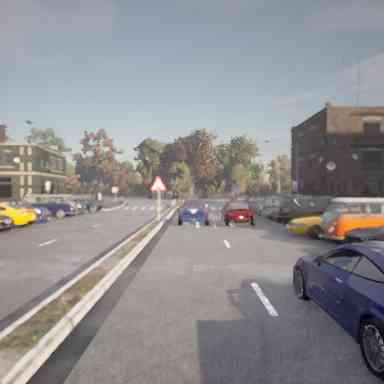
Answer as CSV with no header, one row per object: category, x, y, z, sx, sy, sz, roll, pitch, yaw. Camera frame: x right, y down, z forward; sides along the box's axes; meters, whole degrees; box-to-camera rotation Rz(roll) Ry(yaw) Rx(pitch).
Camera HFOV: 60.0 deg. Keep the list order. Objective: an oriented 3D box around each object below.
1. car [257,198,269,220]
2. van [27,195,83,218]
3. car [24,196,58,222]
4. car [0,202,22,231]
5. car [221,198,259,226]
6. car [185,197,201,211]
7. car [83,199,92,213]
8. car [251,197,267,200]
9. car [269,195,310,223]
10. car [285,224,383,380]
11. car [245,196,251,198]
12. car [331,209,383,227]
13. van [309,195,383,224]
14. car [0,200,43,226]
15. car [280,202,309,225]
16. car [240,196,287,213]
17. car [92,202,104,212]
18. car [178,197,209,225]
car,7.648,1.457,24.792,4.892,1.521,2.231,0,0,0
van,-12.400,1.233,29.329,4.442,1.987,1.878,0,0,0
car,-12.552,1.338,23.893,4.553,1.767,2.185,0,0,0
car,-12.532,1.463,18.335,4.892,1.521,2.231,0,0,0
car,3.113,1.454,23.406,1.882,1.535,5.008,0,0,0
car,0.142,1.393,40.968,1.882,1.535,5.008,0,0,1
car,-12.545,1.322,32.237,4.553,1.767,2.185,0,0,0
car,7.611,1.325,27.554,4.553,1.767,2.185,0,0,0
car,7.670,1.207,19.278,5.566,2.045,2.435,0,0,0
car,3.101,1.515,5.322,1.812,1.442,4.674,0,0,0
car,7.648,1.435,33.068,5.008,1.535,2.097,0,0,0
car,7.646,1.463,11.006,5.008,1.535,2.097,0,0,0
van,7.524,1.235,13.763,4.442,1.987,1.878,0,0,0
car,-12.518,1.463,20.989,5.008,1.535,2.097,0,0,0
car,7.456,1.457,16.521,5.366,1.575,1.946,0,0,0
car,7.611,1.297,35.830,4.553,1.767,2.185,0,0,0
car,-12.480,1.447,37.673,4.792,1.488,2.163,0,0,0
car,0.102,1.328,24.069,2.097,1.767,4.553,0,0,0
